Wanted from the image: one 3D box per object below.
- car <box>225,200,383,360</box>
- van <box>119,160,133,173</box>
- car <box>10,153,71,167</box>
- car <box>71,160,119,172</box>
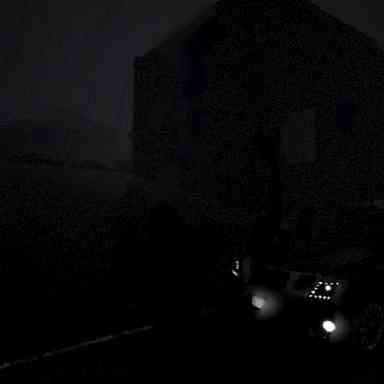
[{"bbox_3d":[3.202,1.195,6.276,5.566,2.045,2.150,0,0,-35],"label":"car"},{"bbox_3d":[-6.752,-2.600,38.862,1.878,1.987,4.442,0,-2,39],"label":"van"},{"bbox_3d":[-13.898,-2.729,30.216,2.002,1.452,4.674,0,-2,41],"label":"car"},{"bbox_3d":[-10.337,-2.546,34.459,2.002,1.452,4.674,0,-2,40],"label":"car"}]
